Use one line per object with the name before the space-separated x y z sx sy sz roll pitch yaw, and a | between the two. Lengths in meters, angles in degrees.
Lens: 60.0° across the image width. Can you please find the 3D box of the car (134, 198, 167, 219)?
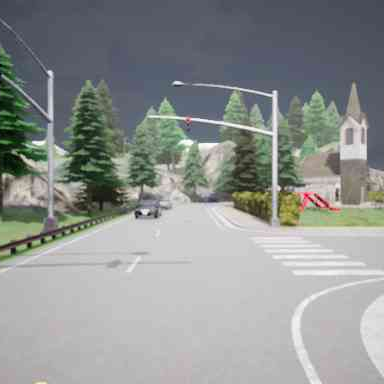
car | -3.597 1.358 27.922 2.128 1.511 4.902 0 0 0

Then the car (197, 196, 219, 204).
car | 2.775 1.297 56.048 1.994 1.385 4.181 0 0 41

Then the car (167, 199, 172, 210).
car | -3.524 1.414 39.037 1.895 1.301 4.718 0 0 3
